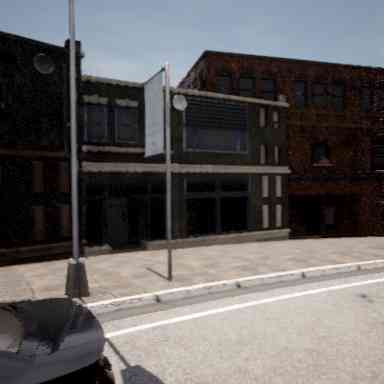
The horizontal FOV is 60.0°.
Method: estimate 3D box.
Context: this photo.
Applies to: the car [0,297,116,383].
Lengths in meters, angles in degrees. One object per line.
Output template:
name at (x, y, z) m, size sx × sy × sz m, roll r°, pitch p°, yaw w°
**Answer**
car at (-2.921, 1.451, 1.705) m, size 5.008 × 1.535 × 1.882 m, roll 0°, pitch 0°, yaw -35°
